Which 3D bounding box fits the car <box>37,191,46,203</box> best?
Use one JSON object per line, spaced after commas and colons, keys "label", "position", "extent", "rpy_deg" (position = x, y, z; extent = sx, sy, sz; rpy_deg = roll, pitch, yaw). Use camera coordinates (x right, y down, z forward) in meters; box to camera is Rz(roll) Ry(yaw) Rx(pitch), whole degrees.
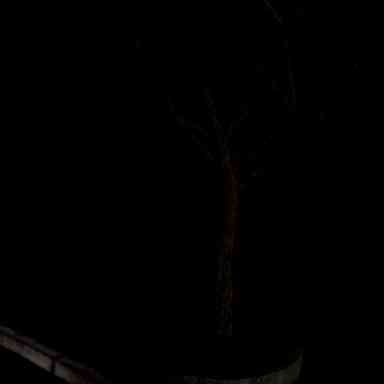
{"label": "car", "position": [-20.051, 0.922, 40.744], "extent": [2.150, 2.045, 5.566], "rpy_deg": [1, 0, 32]}

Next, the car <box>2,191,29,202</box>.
{"label": "car", "position": [-20.096, 0.957, 33.701], "extent": [2.150, 2.045, 5.566], "rpy_deg": [1, 0, 33]}
